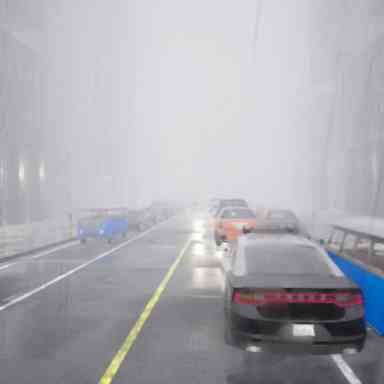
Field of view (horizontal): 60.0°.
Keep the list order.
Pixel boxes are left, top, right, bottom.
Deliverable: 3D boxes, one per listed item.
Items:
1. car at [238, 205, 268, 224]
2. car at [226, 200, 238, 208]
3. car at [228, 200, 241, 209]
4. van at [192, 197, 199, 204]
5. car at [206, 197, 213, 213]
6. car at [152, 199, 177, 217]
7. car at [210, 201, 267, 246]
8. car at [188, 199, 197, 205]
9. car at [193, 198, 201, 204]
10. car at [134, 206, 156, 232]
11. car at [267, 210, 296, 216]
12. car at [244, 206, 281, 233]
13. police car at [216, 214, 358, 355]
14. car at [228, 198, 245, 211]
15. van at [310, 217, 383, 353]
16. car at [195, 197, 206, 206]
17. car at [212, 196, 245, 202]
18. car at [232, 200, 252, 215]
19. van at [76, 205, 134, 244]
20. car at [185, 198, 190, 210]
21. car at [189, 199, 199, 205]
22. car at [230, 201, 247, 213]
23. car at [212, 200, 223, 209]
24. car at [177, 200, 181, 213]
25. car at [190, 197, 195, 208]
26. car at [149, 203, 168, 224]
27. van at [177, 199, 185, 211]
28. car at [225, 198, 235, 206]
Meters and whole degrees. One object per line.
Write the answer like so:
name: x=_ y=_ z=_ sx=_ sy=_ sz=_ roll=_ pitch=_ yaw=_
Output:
car: x=4.928 y=1.795 z=27.497 sx=2.008 sy=1.369 sz=4.403 roll=-1 pitch=-1 yaw=4
car: x=7.405 y=2.150 z=61.222 sx=1.947 sy=1.339 sz=4.313 roll=-1 pitch=-1 yaw=4
car: x=6.992 y=2.072 z=55.602 sx=1.887 sy=1.381 sz=4.507 roll=-1 pitch=-1 yaw=4
van: x=0.963 y=2.315 z=89.945 sx=1.690 sy=1.788 sz=3.998 roll=-1 pitch=-1 yaw=4
car: x=3.348 y=1.654 z=43.222 sx=2.150 sy=2.045 sz=5.566 roll=-1 pitch=-1 yaw=5
car: x=-3.165 y=1.718 z=33.733 sx=2.192 sy=1.841 sz=5.009 roll=-1 pitch=-1 yaw=4
car: x=2.118 y=1.507 z=16.395 sx=2.097 sy=1.767 sz=4.553 roll=-1 pitch=-1 yaw=3
car: x=0.128 y=2.380 z=78.532 sx=1.752 sy=1.417 sz=4.829 roll=-1 pitch=-1 yaw=4
car: x=1.377 y=2.473 z=95.565 sx=1.967 sy=1.590 sz=4.097 roll=-1 pitch=-1 yaw=4
car: x=-3.986 y=1.855 z=22.488 sx=1.947 sy=1.339 sz=4.313 roll=-1 pitch=-1 yaw=4
car: x=4.101 y=1.572 z=16.256 sx=1.967 sy=1.590 sz=4.097 roll=-1 pitch=-1 yaw=4
car: x=4.528 y=1.715 z=22.046 sx=1.752 sy=1.417 sz=4.829 roll=-1 pitch=-1 yaw=4
police car: x=1.525 y=1.481 z=6.572 sx=1.930 sy=1.638 sz=5.238 roll=-1 pitch=-1 yaw=4
car: x=6.576 y=1.785 z=49.983 sx=2.192 sy=1.841 sz=5.009 roll=-1 pitch=-1 yaw=4
van: x=3.274 y=1.360 z=5.015 sx=1.690 sy=1.788 sz=3.998 roll=-1 pitch=-1 yaw=4
car: x=2.257 y=2.212 z=69.767 sx=1.882 sy=1.535 sz=5.008 roll=-1 pitch=-1 yaw=4
car: x=2.647 y=1.438 z=22.454 sx=2.150 sy=2.045 sz=5.566 roll=-1 pitch=-1 yaw=4
car: x=5.752 y=1.797 z=38.739 sx=1.967 sy=1.590 sz=4.097 roll=-1 pitch=-1 yaw=4
van: x=-4.403 y=1.574 z=16.869 sx=1.690 sy=1.788 sz=3.998 roll=-1 pitch=-1 yaw=4
car: x=-1.924 y=2.012 z=50.596 sx=1.967 sy=1.590 sz=4.097 roll=-1 pitch=-1 yaw=4
car: x=0.554 y=2.466 z=84.321 sx=2.008 sy=1.369 sz=4.403 roll=-1 pitch=-1 yaw=4
car: x=6.167 y=1.980 z=44.359 sx=1.947 sy=1.339 sz=4.313 roll=-1 pitch=-1 yaw=4
car: x=4.336 y=2.078 z=57.120 sx=1.837 sy=1.490 sz=4.892 roll=-1 pitch=-1 yaw=4
car: x=-2.748 y=2.004 z=39.352 sx=1.887 sy=1.381 sz=4.507 roll=-1 pitch=-1 yaw=4
car: x=-1.099 y=2.126 z=61.838 sx=1.967 sy=1.590 sz=4.097 roll=-1 pitch=-1 yaw=4
car: x=-3.574 y=1.912 z=28.109 sx=1.947 sy=1.339 sz=4.313 roll=-1 pitch=-1 yaw=4
van: x=-2.339 y=1.857 z=44.976 sx=1.690 sy=1.788 sz=3.998 roll=-1 pitch=-1 yaw=4
car: x=8.229 y=2.137 z=72.464 sx=1.967 sy=1.590 sz=4.097 roll=-1 pitch=-1 yaw=4
